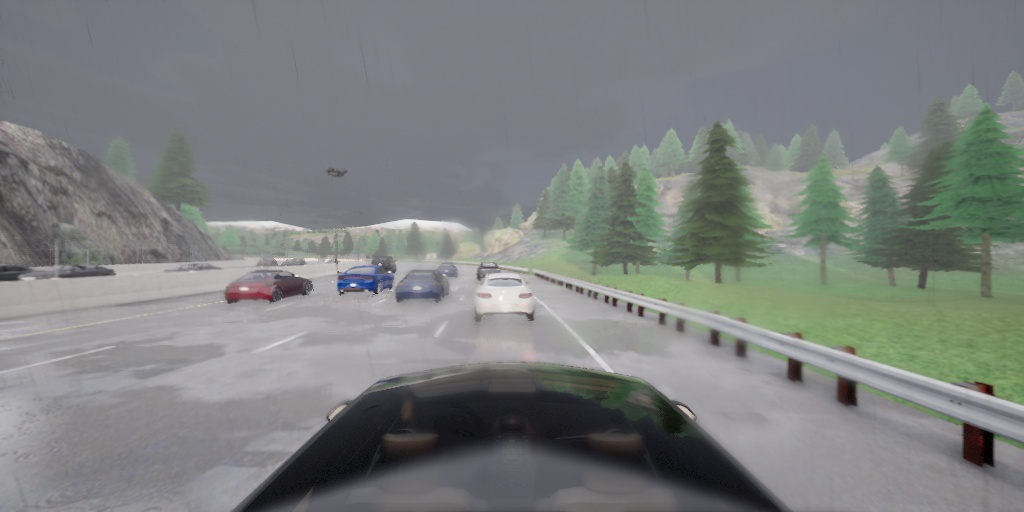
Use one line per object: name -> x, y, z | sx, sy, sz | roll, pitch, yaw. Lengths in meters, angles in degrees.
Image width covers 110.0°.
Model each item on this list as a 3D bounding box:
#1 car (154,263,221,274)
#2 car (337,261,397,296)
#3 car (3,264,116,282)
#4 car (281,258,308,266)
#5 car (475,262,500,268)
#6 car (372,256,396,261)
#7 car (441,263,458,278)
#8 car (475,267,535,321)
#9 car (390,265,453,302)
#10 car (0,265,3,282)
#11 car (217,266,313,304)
car -> -22.745, 1.285, 25.307 | 2.128, 1.511, 4.902 | 0, 0, -7
car -> -7.849, 1.242, 19.699 | 1.882, 1.535, 5.008 | 0, 0, -5
car -> -29.633, 1.298, 24.072 | 2.128, 1.511, 4.902 | 0, 0, -7
car -> -32.004, 1.163, 53.297 | 2.097, 1.767, 4.553 | 0, 0, -15
car -> -2.001, 1.245, 30.004 | 2.128, 1.511, 4.902 | 0, 0, -8
car -> -14.278, 0.998, 40.014 | 2.150, 2.045, 5.566 | 0, 0, -11
car -> -6.183, 1.325, 34.301 | 1.994, 1.385, 4.181 | 0, 0, -9
car -> -0.296, 1.276, 12.341 | 1.812, 1.442, 4.674 | 0, 0, -3
car -> -4.119, 1.322, 17.005 | 1.994, 1.385, 4.181 | 0, 0, -4
car -> -32.964, 1.318, 22.533 | 1.837, 1.490, 4.892 | 0, 0, -7
car -> -11.110, 1.335, 16.700 | 1.994, 1.385, 4.181 | 0, 0, -4
